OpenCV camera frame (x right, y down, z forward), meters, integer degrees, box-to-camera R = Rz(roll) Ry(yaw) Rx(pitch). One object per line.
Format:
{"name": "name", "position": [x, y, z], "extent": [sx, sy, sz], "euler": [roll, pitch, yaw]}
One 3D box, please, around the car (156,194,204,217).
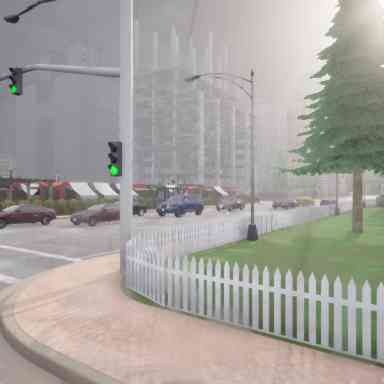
{"name": "car", "position": [-0.982, 1.221, 31.365], "extent": [2.150, 2.045, 5.566], "euler": [0, 0, 34]}

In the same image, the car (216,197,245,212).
{"name": "car", "position": [4.650, 1.492, 39.707], "extent": [2.128, 1.511, 4.902], "euler": [0, 0, 34]}

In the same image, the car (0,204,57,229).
{"name": "car", "position": [-11.405, 1.526, 22.152], "extent": [1.812, 1.442, 4.674], "euler": [0, 0, 36]}

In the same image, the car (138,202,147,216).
{"name": "car", "position": [-6.188, 1.478, 29.900], "extent": [1.882, 1.535, 5.008], "euler": [0, 0, 34]}

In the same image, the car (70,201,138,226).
{"name": "car", "position": [-6.290, 1.526, 23.444], "extent": [1.812, 1.442, 4.674], "euler": [0, 0, 34]}

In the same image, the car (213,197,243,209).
{"name": "car", "position": [5.162, 1.492, 46.685], "extent": [2.128, 1.511, 4.902], "euler": [0, 0, 34]}

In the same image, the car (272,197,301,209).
{"name": "car", "position": [12.454, 1.547, 44.709], "extent": [2.033, 1.411, 5.357], "euler": [0, 0, 34]}

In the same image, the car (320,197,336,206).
{"name": "car", "position": [21.082, 1.526, 51.258], "extent": [1.812, 1.442, 4.674], "euler": [0, 0, 34]}

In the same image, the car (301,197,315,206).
{"name": "car", "position": [18.251, 1.478, 53.319], "extent": [1.882, 1.535, 5.008], "euler": [0, 0, 34]}
